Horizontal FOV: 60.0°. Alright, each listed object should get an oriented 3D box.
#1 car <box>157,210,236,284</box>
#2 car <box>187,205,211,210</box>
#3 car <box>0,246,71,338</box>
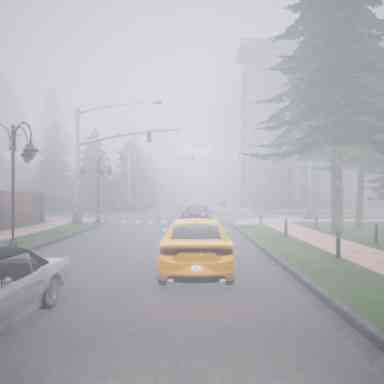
[{"bbox_3d":[0.100,1.508,9.723,1.882,1.535,5.008,0,0,0],"label":"car"},{"bbox_3d":[0.554,1.685,25.625,1.895,1.301,4.718,0,0,9],"label":"car"},{"bbox_3d":[-3.591,1.617,5.094,1.895,1.301,4.718,0,0,0],"label":"car"}]
